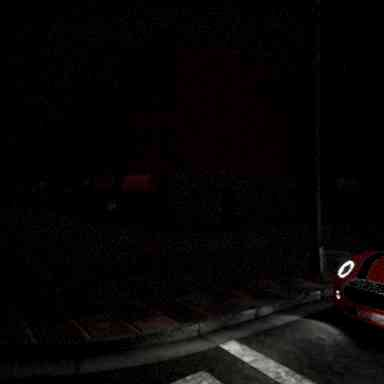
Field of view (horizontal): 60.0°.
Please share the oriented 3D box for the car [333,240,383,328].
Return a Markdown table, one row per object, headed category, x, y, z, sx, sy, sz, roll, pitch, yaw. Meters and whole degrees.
| category | x | y | z | sx | sy | sz | roll | pitch | yaw |
| --- | --- | --- | --- | --- | --- | --- | --- | --- | --- |
| car | 4.774 | 1.411 | 6.467 | 4.553 | 1.767 | 2.097 | 1 | 0 | -35 |
